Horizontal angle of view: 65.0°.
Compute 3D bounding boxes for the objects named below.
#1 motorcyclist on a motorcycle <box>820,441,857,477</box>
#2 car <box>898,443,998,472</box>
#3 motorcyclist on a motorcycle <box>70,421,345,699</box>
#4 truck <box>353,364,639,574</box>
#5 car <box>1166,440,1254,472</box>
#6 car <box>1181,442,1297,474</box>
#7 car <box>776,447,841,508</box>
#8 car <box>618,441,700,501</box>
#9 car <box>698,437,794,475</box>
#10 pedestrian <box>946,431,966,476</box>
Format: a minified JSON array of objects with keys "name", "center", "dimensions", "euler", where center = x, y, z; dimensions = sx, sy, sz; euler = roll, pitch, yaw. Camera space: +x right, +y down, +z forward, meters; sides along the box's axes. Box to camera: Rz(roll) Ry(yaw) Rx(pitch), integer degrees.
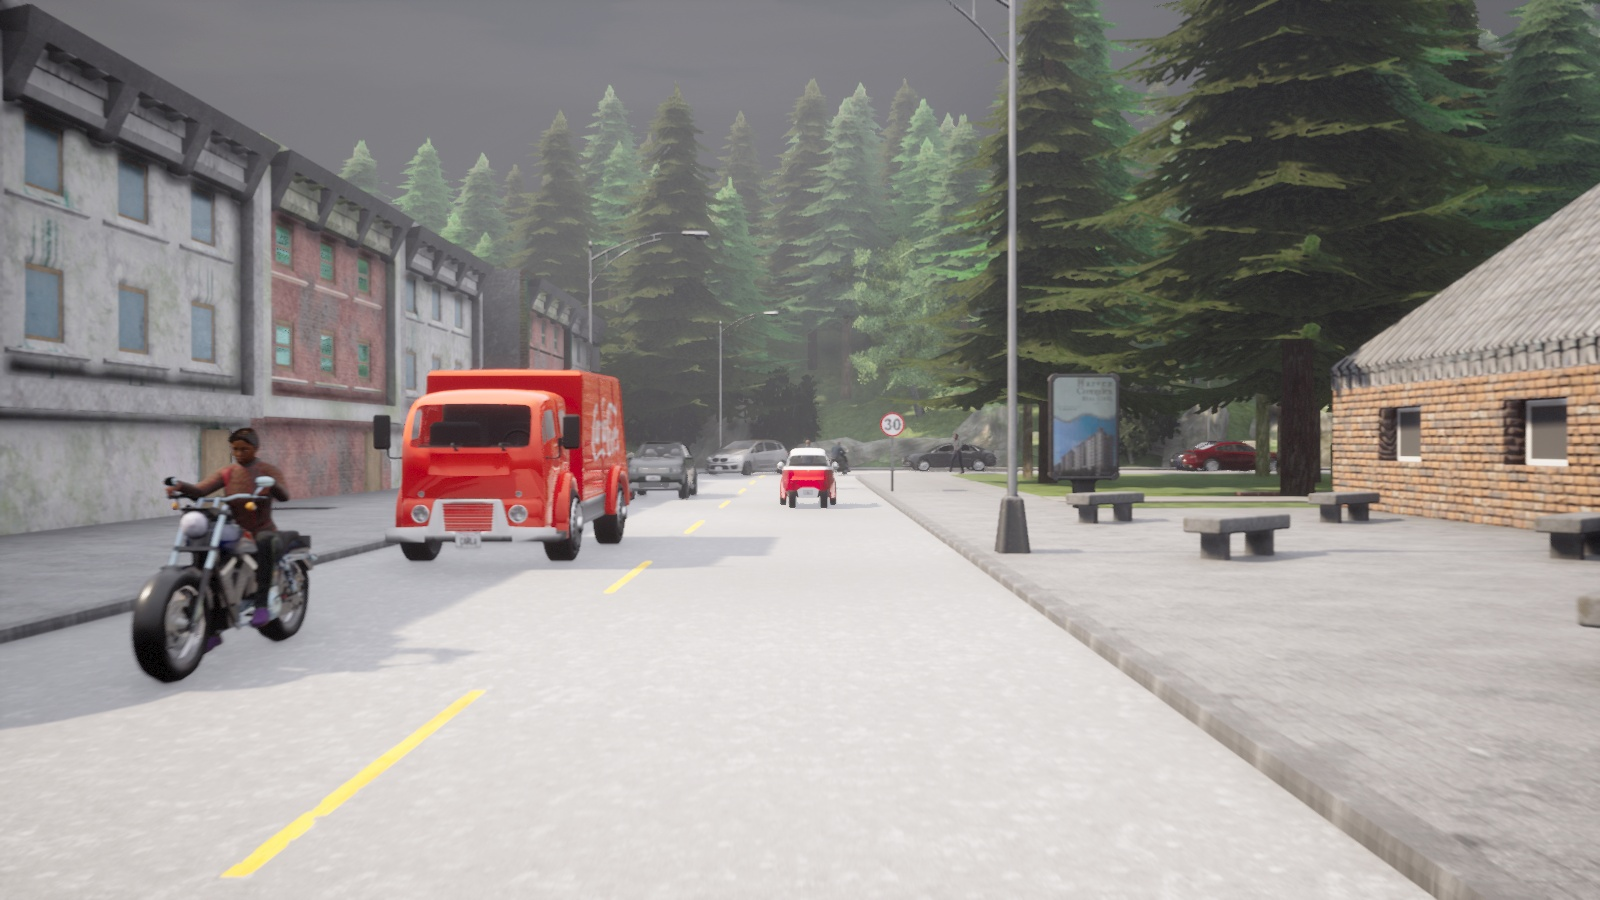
[{"name":"motorcyclist on a motorcycle","center":[1.785,0.378,57.495],"dimensions":[0.866,1.590,1.817],"euler":[3,2,31]},{"name":"car","center":[7.641,0.391,65.141],"dimensions":[4.892,1.490,1.837],"euler":[0,0,-4]},{"name":"motorcyclist on a motorcycle","center":[-3.944,0.645,8.632],"dimensions":[0.766,1.649,2.350],"euler":[0,0,0]},{"name":"truck","center":[-3.889,0.135,17.306],"dimensions":[2.627,2.467,5.204],"euler":[0,2,0]},{"name":"car","center":[21.286,0.293,65.293],"dimensions":[3.988,1.617,1.851],"euler":[0,0,0]},{"name":"car","center":[21.372,0.395,61.297],"dimensions":[5.008,1.535,1.882],"euler":[0,0,0]},{"name":"car","center":[0.194,0.633,29.867],"dimensions":[1.481,1.376,2.207],"euler":[0,1,0]},{"name":"car","center":[-3.777,0.529,34.201],"dimensions":[1.789,1.549,3.705],"euler":[0,0,0]},{"name":"car","center":[-2.484,0.260,58.633],"dimensions":[2.242,1.667,4.611],"euler":[0,0,33]},{"name":"pedestrian","center":[6.906,0.148,55.642],"dimensions":[0.788,1.949,0.423],"euler":[0,0,-38]}]
